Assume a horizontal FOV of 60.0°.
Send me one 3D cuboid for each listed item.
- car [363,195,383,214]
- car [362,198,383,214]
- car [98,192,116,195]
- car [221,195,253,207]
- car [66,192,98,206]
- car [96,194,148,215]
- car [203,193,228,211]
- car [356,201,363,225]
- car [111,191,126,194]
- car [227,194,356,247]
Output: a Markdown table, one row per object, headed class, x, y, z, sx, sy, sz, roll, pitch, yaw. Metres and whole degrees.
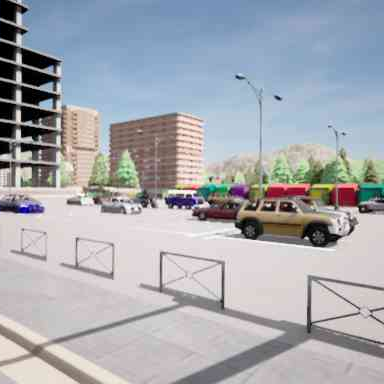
| class | x | y | z | sx | sy | sz | roll | pitch | yaw |
| --- | --- | --- | --- | --- | --- | --- | --- | --- | --- |
| car | 17.979 | 1.179 | 31.771 | 3.866 | 1.878 | 1.905 | 1 | 0 | 38 |
| car | 19.770 | 1.424 | 34.045 | 3.806 | 1.475 | 1.970 | 1 | 0 | 38 |
| car | -12.726 | 1.032 | 45.321 | 3.905 | 1.438 | 1.784 | 1 | 0 | 38 |
| car | 6.005 | 1.212 | 44.795 | 3.905 | 1.438 | 1.784 | 1 | 0 | 38 |
| car | -14.512 | 1.058 | 43.042 | 3.806 | 1.475 | 1.970 | 1 | 0 | 38 |
| car | -6.175 | 1.202 | 29.192 | 3.806 | 1.475 | 1.970 | 1 | 0 | 38 |
| car | 4.171 | 0.995 | 42.553 | 4.605 | 1.855 | 1.932 | 1 | 0 | 38 |
| car | 5.914 | 1.137 | 16.295 | 3.866 | 1.878 | 1.905 | 1 | 0 | 38 |
| car | -11.110 | 0.827 | 47.464 | 4.605 | 1.855 | 1.932 | 1 | 0 | 38 |
| car | 4.087 | 1.128 | 14.049 | 4.605 | 1.855 | 1.932 | 1 | 0 | 38 |
